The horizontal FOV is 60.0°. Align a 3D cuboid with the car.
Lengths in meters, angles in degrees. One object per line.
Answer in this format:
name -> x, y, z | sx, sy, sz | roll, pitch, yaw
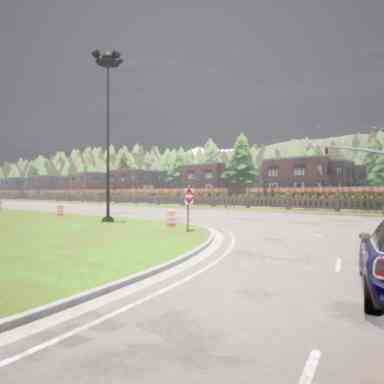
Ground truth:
car -> 4.801, 1.348, 7.124 | 2.097, 1.767, 4.553 | 0, 0, 26
